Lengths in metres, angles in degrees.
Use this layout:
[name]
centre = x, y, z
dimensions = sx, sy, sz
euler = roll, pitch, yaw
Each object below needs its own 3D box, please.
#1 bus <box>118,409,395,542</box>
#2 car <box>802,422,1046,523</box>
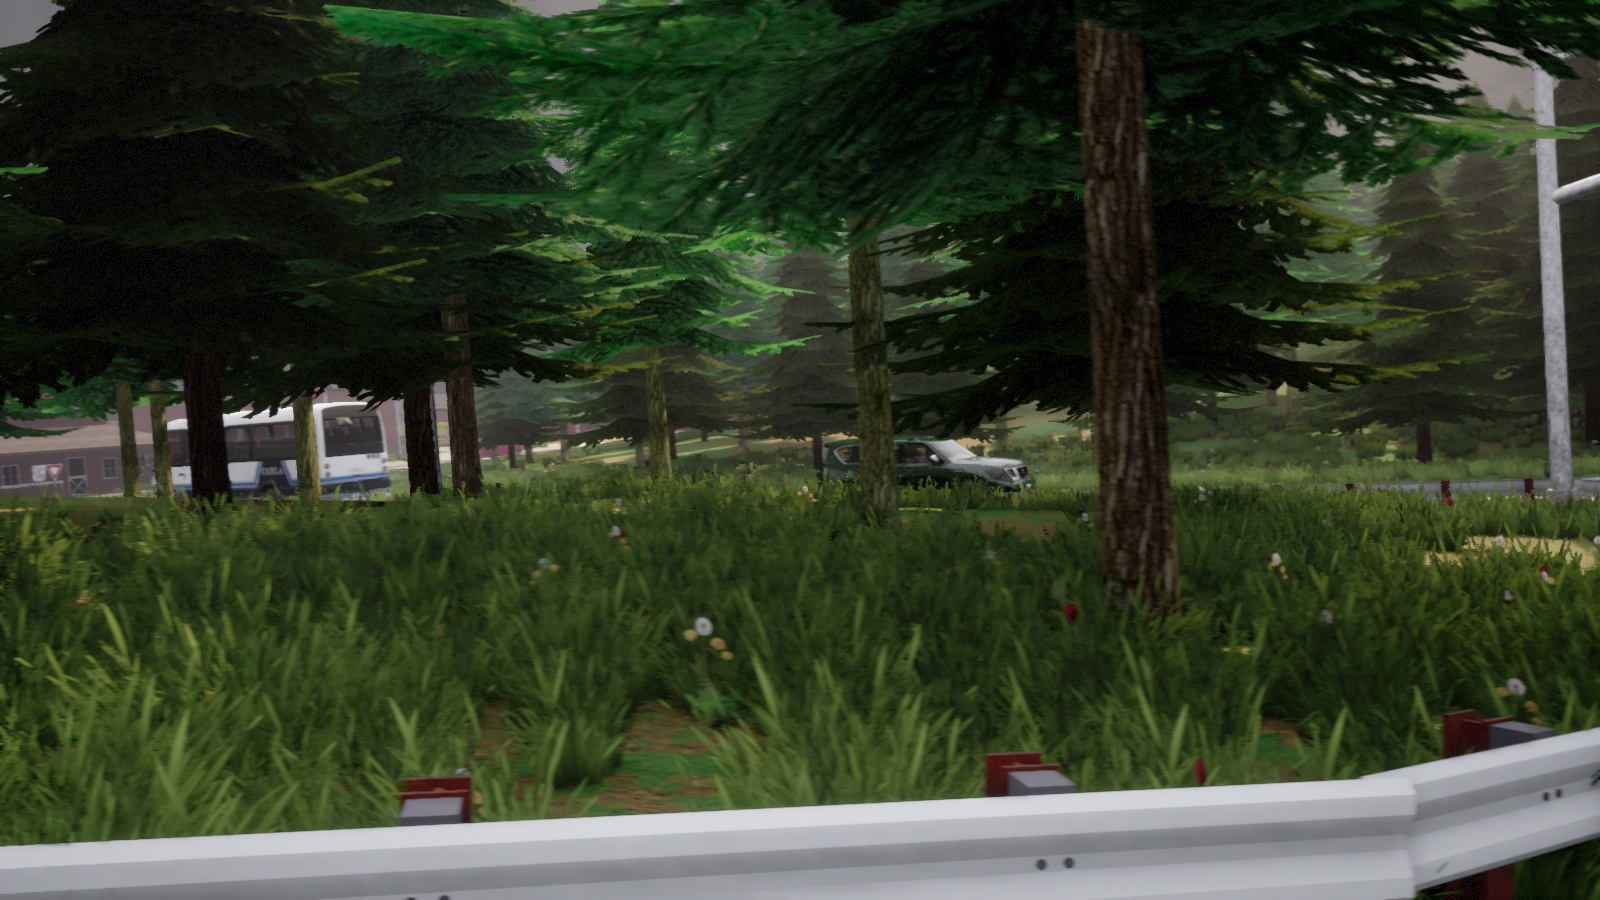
[bus]
centre = -21.102, 1.029, 48.582
dimensions = 10.273, 4.253, 3.944
euler = -4, 3, 28
[car]
centre = 3.097, 0.583, 31.645
dimensions = 5.566, 2.045, 2.150
euler = -4, 3, 28
